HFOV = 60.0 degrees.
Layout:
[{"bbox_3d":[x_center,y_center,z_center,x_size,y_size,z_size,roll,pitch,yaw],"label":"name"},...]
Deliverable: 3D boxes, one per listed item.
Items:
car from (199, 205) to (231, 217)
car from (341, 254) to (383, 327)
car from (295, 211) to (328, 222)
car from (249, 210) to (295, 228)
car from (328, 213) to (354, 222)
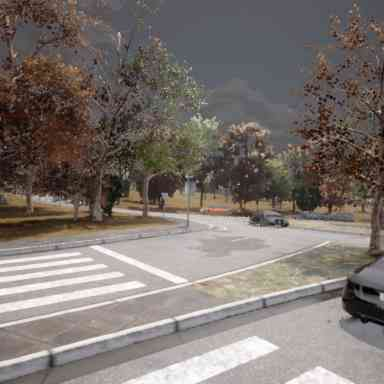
[{"bbox_3d":[3.356,2.673,48.764,4.553,1.767,2.097,3,-2,-9],"label":"car"},{"bbox_3d":[4.651,1.596,6.053,4.181,1.385,1.994,1,-1,-33],"label":"car"},{"bbox_3d":[17.321,3.612,49.949,4.902,1.511,2.128,4,-3,-17],"label":"car"},{"bbox_3d":[6.342,2.229,27.780,1.994,1.385,4.181,3,-2,-13],"label":"car"},{"bbox_3d":[23.411,4.160,54.119,5.357,1.411,2.033,3,-2,3],"label":"car"}]
